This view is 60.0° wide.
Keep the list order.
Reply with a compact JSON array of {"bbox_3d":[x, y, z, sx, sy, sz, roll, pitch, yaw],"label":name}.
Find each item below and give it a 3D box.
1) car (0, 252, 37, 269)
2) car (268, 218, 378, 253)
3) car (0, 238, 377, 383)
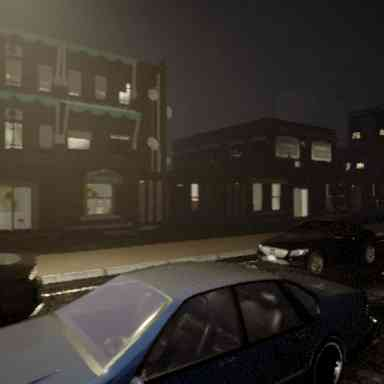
[{"bbox_3d":[-4.616,1.483,4.381,4.902,1.511,2.128,1,0,-35],"label":"car"},{"bbox_3d":[4.131,1.595,10.610,4.674,1.442,1.812,1,0,-35],"label":"car"},{"bbox_3d":[-0.085,1.562,3.623,5.357,1.411,2.033,1,0,-35],"label":"car"}]
